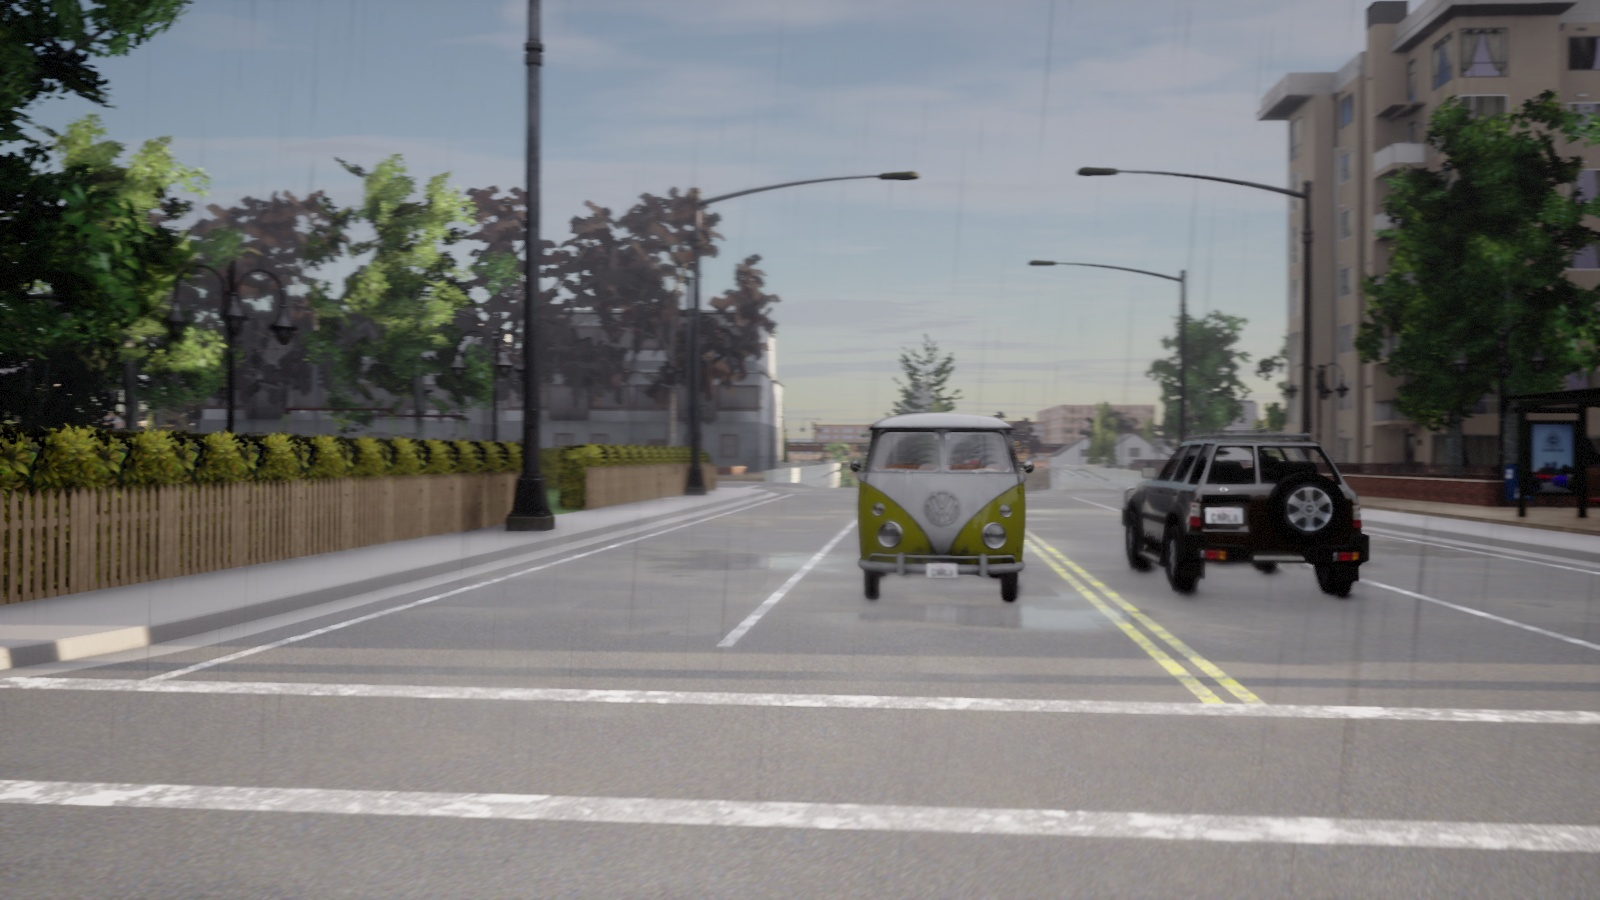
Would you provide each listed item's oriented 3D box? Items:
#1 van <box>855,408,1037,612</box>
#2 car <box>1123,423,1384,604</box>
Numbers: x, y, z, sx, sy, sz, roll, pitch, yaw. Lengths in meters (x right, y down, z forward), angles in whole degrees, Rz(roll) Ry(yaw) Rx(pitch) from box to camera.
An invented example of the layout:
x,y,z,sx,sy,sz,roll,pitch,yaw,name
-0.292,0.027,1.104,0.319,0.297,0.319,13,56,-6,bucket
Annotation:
x,y,z,sx,sy,sz,roll,pitch,yaw,name
1.666,0.586,14.542,1.775,1.987,4.442,0,0,6,van
5.275,0.659,15.293,1.932,1.855,4.605,0,0,6,car
